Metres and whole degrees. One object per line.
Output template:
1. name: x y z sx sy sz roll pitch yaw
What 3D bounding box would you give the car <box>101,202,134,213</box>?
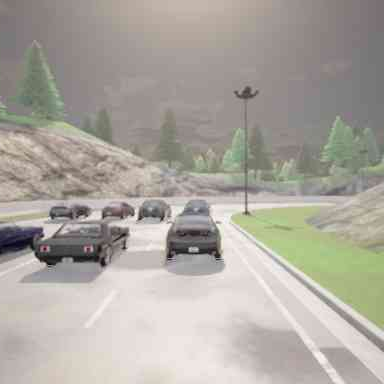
1. car: -6.325 1.563 28.855 1.812 1.442 4.674 0 0 7

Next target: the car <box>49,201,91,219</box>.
1. car: -10.090 1.528 27.904 2.128 1.511 4.902 0 0 5

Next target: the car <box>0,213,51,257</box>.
1. car: -6.937 1.616 11.469 1.895 1.301 4.718 0 0 0

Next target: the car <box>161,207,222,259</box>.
1. car: 0.070 1.521 12.574 1.837 1.490 4.892 0 0 0

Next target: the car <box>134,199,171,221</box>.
1. car: -2.970 1.387 27.584 2.097 1.767 4.553 0 0 6

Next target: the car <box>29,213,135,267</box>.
1. car: -3.437 1.616 11.469 1.895 1.301 4.718 0 0 0

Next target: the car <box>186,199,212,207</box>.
1. car: 0.541 1.387 27.578 2.097 1.767 4.553 0 0 6
